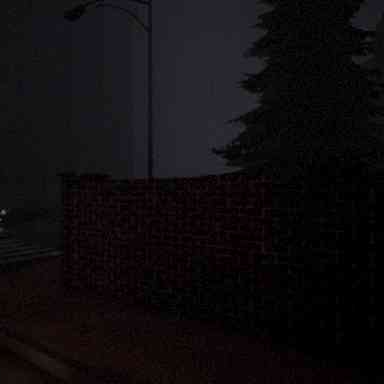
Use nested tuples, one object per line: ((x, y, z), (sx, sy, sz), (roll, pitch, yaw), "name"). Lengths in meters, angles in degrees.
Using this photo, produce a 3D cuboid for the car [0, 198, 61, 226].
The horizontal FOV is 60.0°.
((-11.483, 1.295, 23.199), (2.097, 1.767, 4.553), (0, 0, 35), "car")
